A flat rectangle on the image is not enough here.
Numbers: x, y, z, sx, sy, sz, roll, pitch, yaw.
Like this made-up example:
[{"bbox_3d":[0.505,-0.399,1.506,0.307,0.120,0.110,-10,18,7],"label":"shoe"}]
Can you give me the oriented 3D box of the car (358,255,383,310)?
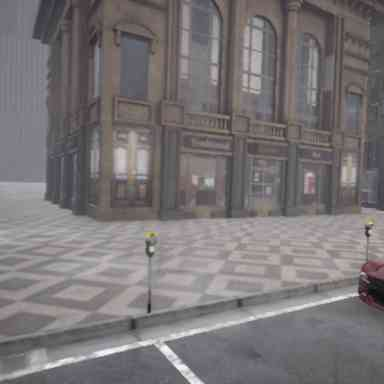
[{"bbox_3d":[5.121,1.494,6.439,4.507,1.381,1.887,1,2,-30],"label":"car"}]
